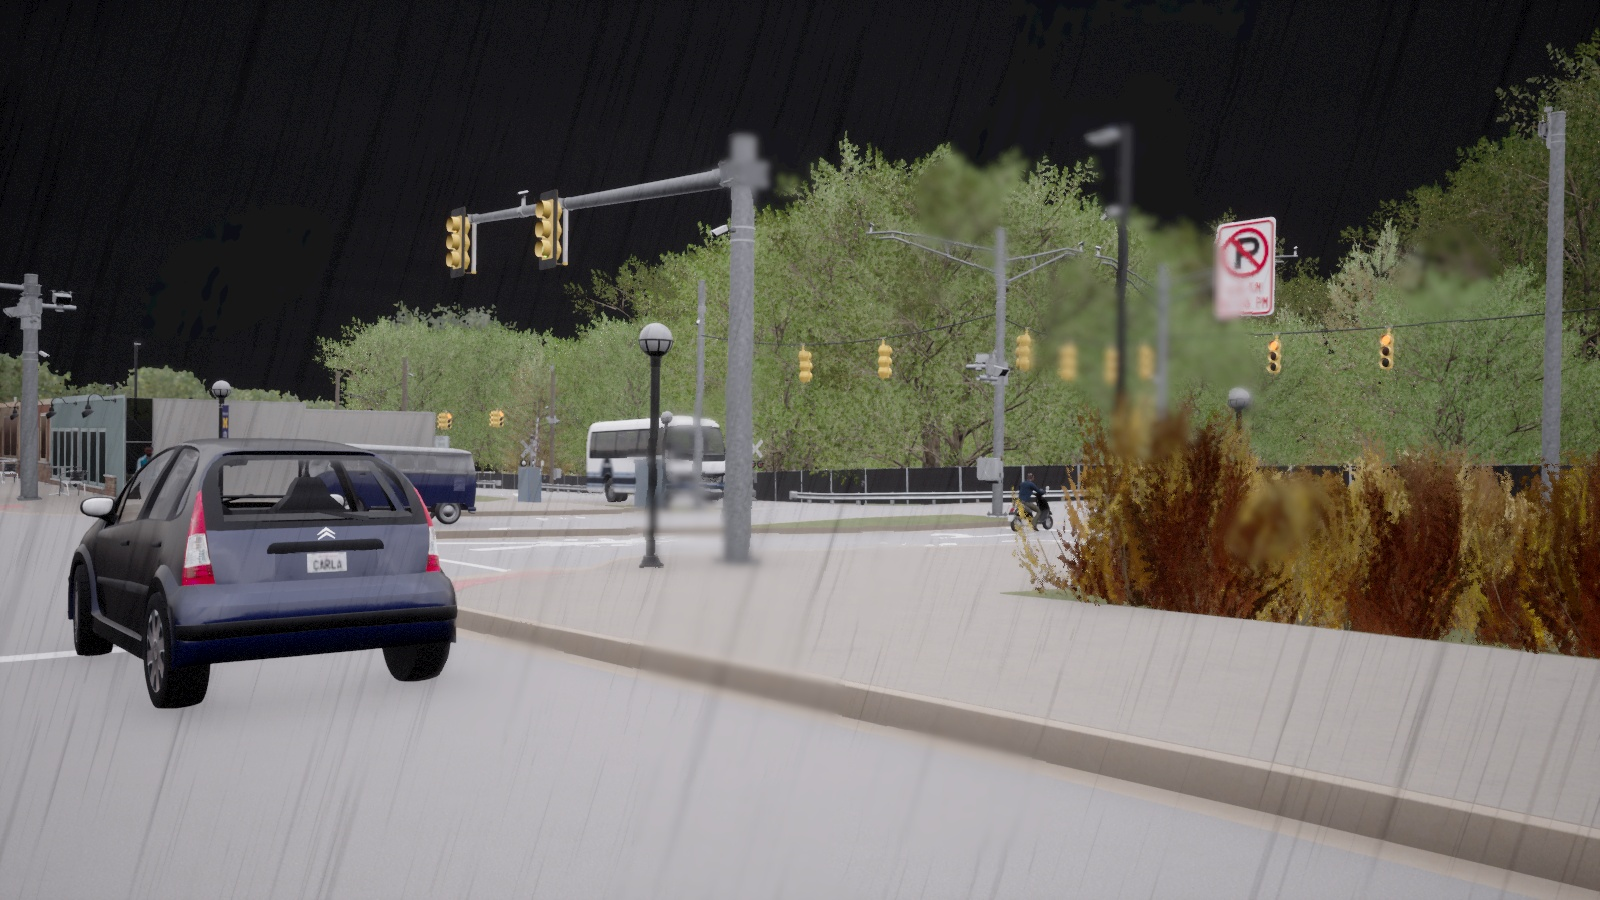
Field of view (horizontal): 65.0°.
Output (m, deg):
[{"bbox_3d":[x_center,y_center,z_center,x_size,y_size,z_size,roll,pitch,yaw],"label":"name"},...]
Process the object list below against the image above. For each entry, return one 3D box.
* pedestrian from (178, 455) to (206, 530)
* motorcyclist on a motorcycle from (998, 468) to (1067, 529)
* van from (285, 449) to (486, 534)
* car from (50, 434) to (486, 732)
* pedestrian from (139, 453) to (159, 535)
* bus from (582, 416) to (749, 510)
[{"bbox_3d":[-16.351,1.128,33.772,0.659,1.952,0.873,0,1,-26],"label":"pedestrian"},{"bbox_3d":[6.381,1.320,34.445,1.817,1.590,0.866,-1,0,-39],"label":"motorcyclist on a motorcycle"},{"bbox_3d":[-10.428,1.055,31.788,4.442,1.987,1.775,2,-2,-41],"label":"van"},{"bbox_3d":[-3.969,0.760,8.959,1.851,1.617,3.988,-1,-1,-38],"label":"car"},{"bbox_3d":[-15.559,1.039,30.012,0.396,1.930,0.692,0,1,-25],"label":"pedestrian"},{"bbox_3d":[-6.921,0.658,62.585,3.944,4.253,10.273,-2,0,-33],"label":"bus"}]
